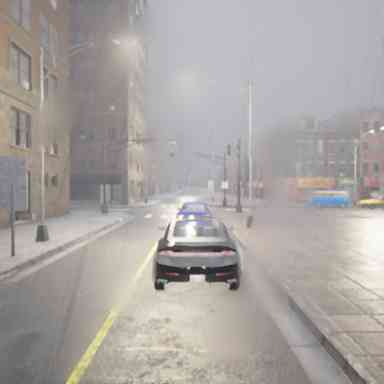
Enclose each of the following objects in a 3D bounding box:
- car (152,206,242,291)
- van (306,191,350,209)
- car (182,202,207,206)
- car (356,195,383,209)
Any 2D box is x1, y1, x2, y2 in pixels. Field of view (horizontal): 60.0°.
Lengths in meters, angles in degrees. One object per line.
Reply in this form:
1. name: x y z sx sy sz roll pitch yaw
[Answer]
1. car: 0.104 1.350 8.589 2.128 1.511 4.902 0 1 0
2. van: 13.765 0.791 33.654 3.998 1.788 1.690 0 1 0
3. car: 0.121 1.235 17.872 1.812 1.442 4.674 0 1 1
4. car: 19.207 0.970 33.644 4.829 1.417 1.752 0 1 0
